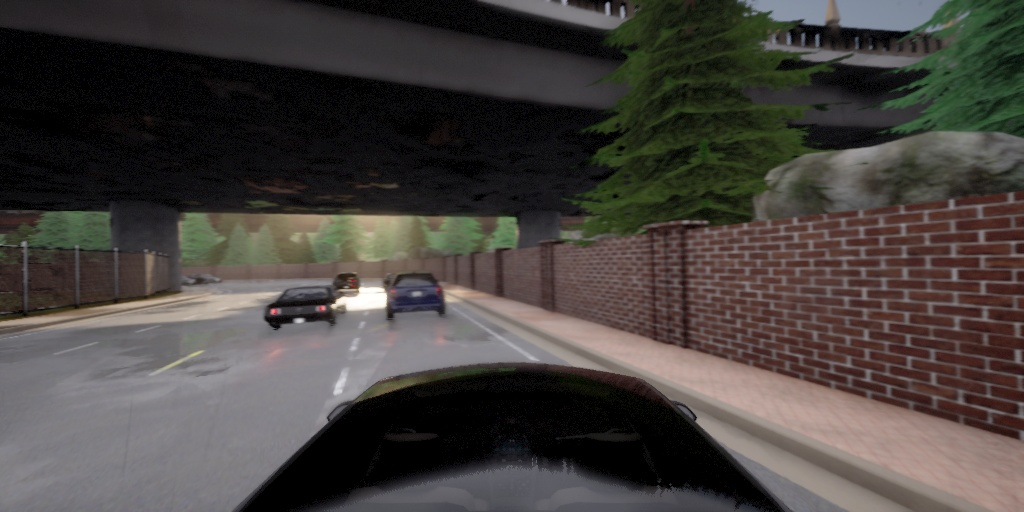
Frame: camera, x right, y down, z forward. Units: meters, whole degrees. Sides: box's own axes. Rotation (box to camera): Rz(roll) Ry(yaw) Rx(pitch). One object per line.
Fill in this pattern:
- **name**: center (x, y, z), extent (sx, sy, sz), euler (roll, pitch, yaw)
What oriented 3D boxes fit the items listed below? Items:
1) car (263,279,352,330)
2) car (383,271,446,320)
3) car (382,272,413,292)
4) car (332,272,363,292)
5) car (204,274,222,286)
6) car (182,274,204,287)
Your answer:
- **car**: center (-7.154, 1.718, 12.945), extent (1.895, 1.301, 4.718), euler (-1, -1, -19)
- **car**: center (-4.035, 1.400, 14.620), extent (2.097, 1.767, 4.553), euler (-1, -1, -19)
- **car**: center (-9.095, 1.987, 28.163), extent (1.895, 1.301, 4.718), euler (-1, -1, -23)
- **car**: center (-12.641, 1.989, 27.585), extent (1.837, 1.490, 4.892), euler (-1, -1, -23)
- **car**: center (-39.961, 3.040, 46.269), extent (4.902, 1.511, 2.128), euler (-2, -1, 11)
- **car**: center (-40.113, 2.995, 42.739), extent (4.902, 1.511, 2.128), euler (-2, -1, 12)
